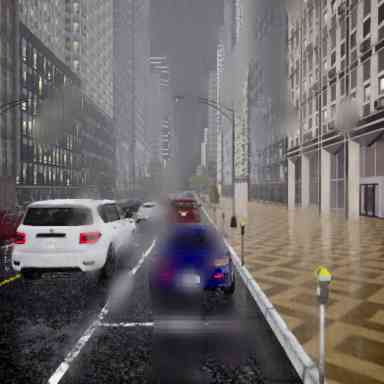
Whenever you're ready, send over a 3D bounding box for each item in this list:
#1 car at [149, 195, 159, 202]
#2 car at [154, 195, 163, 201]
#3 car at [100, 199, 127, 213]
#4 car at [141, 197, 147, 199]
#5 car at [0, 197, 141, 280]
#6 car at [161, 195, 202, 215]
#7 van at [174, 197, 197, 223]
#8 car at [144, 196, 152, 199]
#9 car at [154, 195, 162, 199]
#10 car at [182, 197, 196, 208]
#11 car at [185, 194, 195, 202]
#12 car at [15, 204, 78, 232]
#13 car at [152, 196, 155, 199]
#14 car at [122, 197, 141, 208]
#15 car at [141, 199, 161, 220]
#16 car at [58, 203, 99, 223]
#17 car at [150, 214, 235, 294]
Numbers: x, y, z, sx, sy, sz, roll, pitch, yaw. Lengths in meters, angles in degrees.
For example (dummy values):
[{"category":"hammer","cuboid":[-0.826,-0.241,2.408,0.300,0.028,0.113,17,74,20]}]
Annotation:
[{"category":"car","cuboid":[-8.843,1.508,77.339,1.752,1.417,4.829,-1,0,0]},{"category":"car","cuboid":[-8.844,1.545,88.876,1.947,1.339,4.313,-1,0,0]},{"category":"car","cuboid":[-8.844,1.544,37.723,2.008,1.369,4.403,-1,0,0]},{"category":"car","cuboid":[-6.233,1.557,34.403,1.994,1.385,4.181,0,0,0]},{"category":"car","cuboid":[-3.144,1.218,10.081,2.150,2.045,5.566,0,0,0]},{"category":"car","cuboid":[-0.465,1.311,20.672,2.192,1.841,5.009,-1,0,0]},{"category":"van","cuboid":[-0.465,1.336,26.356,1.690,1.788,3.998,-1,0,0]},{"category":"car","cuboid":[-8.843,1.569,60.458,1.802,1.307,4.206,-1,0,0]},{"category":"car","cuboid":[-3.059,1.484,41.637,2.128,1.511,4.902,0,0,0]},{"category":"car","cuboid":[-0.463,1.541,49.090,2.008,1.369,4.403,-1,0,0]},{"category":"car","cuboid":[-0.465,1.298,77.509,2.192,1.841,5.009,-1,0,0]},{"category":"car","cuboid":[-8.844,1.547,20.672,2.008,1.369,4.403,-1,0,0]},{"category":"car","cuboid":[-8.845,1.426,66.141,1.967,1.590,4.097,-1,0,0]},{"category":"car","cuboid":[-8.843,1.541,49.090,2.008,1.369,4.403,-1,0,0]},{"category":"car","cuboid":[-3.064,1.522,25.429,1.812,1.442,4.674,0,0,0]},{"category":"car","cuboid":[-8.843,1.577,26.356,1.802,1.307,4.206,-1,0,0]},{"category":"car","cuboid":[0.003,1.524,8.651,1.812,1.442,4.674,0,0,0]}]
